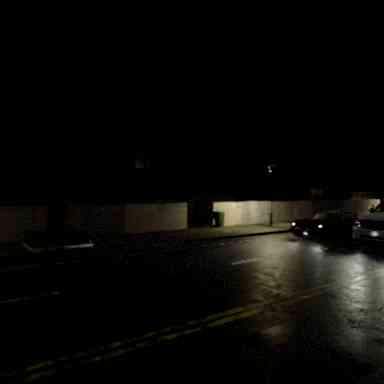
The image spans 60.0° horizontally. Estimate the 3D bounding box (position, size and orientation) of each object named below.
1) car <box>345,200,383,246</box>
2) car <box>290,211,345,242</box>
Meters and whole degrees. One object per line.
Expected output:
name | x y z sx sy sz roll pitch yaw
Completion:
car | 9.184 1.245 14.230 5.566 2.045 2.150 0 0 -35
car | 7.071 1.624 16.715 4.718 1.301 1.895 0 0 -35
